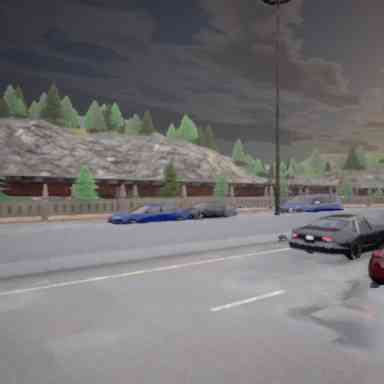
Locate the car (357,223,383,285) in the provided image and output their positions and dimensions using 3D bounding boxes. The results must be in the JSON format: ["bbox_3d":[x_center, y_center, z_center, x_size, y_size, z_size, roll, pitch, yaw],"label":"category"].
[{"bbox_3d":[6.174,1.539,8.149,4.181,1.385,1.994,0,0,-35],"label":"car"}]

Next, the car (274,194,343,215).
[{"bbox_3d":[8.029,1.171,22.598,5.566,2.045,2.150,0,0,-35],"label":"car"}]

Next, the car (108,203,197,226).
[{"bbox_3d":[-2.410,1.453,19.466,5.008,1.535,1.882,0,0,-35],"label":"car"}]

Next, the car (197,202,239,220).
[{"bbox_3d":[1.270,1.505,26.388,5.357,1.411,2.033,0,0,-35],"label":"car"}]

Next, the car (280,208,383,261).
[{"bbox_3d":[5.850,1.517,12.218,5.357,1.411,2.033,0,0,-36],"label":"car"}]
